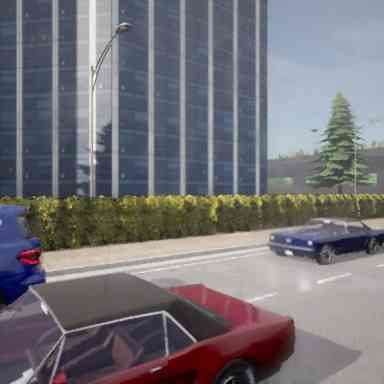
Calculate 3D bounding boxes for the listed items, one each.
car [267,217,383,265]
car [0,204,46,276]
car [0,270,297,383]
[{"bbox_3d":[4.841,1.601,11.750,4.718,1.301,1.895,0,0,-36],"label":"car"},{"bbox_3d":[-5.067,1.222,4.663,5.566,2.045,2.150,0,0,-36],"label":"car"},{"bbox_3d":[-1.231,1.601,3.102,4.718,1.301,1.895,0,0,-36],"label":"car"}]
